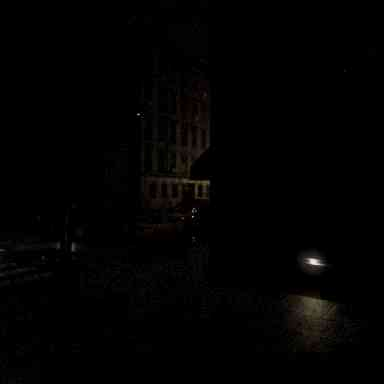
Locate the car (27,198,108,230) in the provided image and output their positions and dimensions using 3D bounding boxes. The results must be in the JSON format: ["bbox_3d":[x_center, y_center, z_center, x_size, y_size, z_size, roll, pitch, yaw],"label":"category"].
[{"bbox_3d":[-6.994,1.282,19.714,2.192,1.841,5.009,0,0,36],"label":"car"}]

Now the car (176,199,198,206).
[{"bbox_3d":[0.613,1.322,25.992,2.097,1.767,4.553,0,0,35],"label":"car"}]

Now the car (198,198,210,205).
[{"bbox_3d":[2.833,1.314,19.662,2.192,1.841,5.009,0,0,36],"label":"car"}]

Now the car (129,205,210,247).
[{"bbox_3d":[-0.371,1.530,15.180,1.752,1.417,4.829,0,0,36],"label":"car"}]

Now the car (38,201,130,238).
[{"bbox_3d":[-5.222,1.457,17.823,1.882,1.535,5.008,0,0,34],"label":"car"}]

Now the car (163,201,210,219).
[{"bbox_3d":[-0.394,1.522,28.956,1.947,1.339,4.313,0,0,36],"label":"car"}]
